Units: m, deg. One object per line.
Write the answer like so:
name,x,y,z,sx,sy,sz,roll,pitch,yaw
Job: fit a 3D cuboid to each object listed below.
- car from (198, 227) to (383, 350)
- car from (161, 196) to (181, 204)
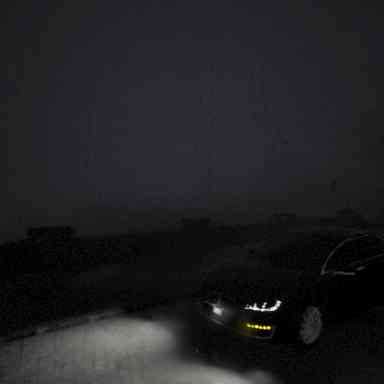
car,2.353,1.476,6.273,4.892,1.490,1.837,0,0,-35
car,-3.639,1.369,57.173,1.812,1.442,4.674,0,0,-35
